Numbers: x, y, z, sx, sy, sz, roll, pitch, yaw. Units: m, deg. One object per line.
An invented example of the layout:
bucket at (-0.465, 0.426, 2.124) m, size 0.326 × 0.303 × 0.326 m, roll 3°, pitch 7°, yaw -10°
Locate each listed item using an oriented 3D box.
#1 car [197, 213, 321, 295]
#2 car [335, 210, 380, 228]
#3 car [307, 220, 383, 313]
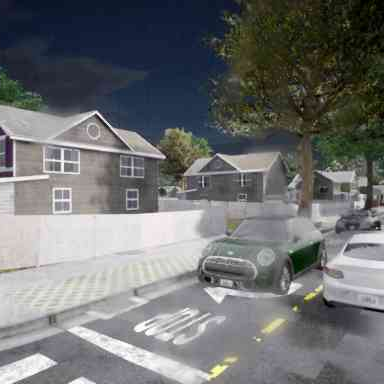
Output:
car at (2.107, 1.451, 9.201) m, size 2.097 × 1.767 × 4.553 m, roll -1°, pitch -1°, yaw 37°
car at (9.887, 1.757, 19.698) m, size 1.994 × 1.385 × 4.181 m, roll -1°, pitch -1°, yaw 36°
car at (4.209, 1.576, 7.221) m, size 1.812 × 1.442 × 4.674 m, roll -1°, pitch -1°, yaw 36°
